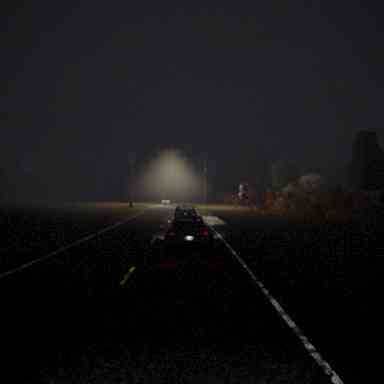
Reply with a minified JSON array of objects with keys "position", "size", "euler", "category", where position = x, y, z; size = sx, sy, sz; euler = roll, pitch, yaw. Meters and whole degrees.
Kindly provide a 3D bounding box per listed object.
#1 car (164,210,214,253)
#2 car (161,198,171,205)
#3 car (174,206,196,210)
[{"position":[-0.139,1.695,14.372],"size":[1.994,1.385,4.181],"euler":[0,0,-1],"category":"car"},{"position":[-5.620,2.100,70.953],"size":[1.812,1.442,4.674],"euler":[0,0,-2],"category":"car"},{"position":[-0.608,1.855,29.201],"size":[1.895,1.301,4.718],"euler":[0,0,-2],"category":"car"}]
